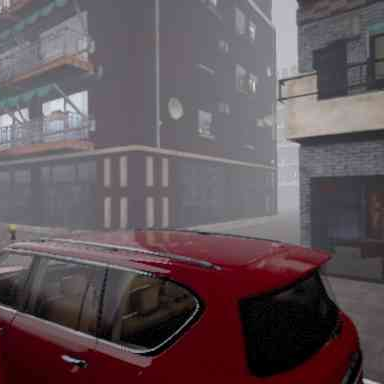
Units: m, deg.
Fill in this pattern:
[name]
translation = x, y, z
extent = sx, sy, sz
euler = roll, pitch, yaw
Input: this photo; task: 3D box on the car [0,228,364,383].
[car]
translation = -0.962, 1.312, 3.423
extent = 5.009, 1.841, 2.192
euler = 0, -1, 36
